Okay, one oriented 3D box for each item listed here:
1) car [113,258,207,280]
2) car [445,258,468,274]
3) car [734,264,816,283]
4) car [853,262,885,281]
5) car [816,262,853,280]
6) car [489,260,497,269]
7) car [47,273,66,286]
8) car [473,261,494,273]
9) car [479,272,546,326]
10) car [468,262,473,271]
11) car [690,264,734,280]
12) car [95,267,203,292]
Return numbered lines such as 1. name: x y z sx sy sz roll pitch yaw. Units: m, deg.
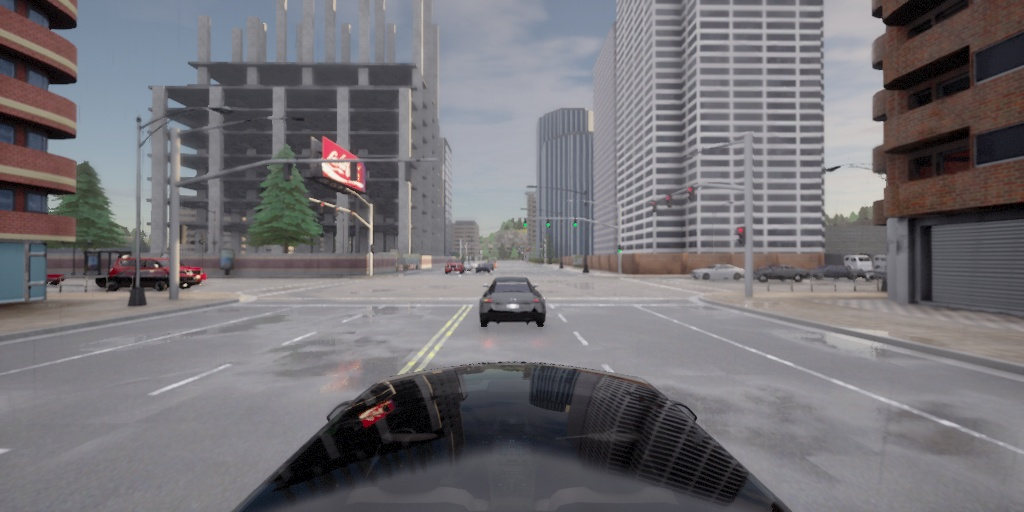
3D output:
1. car: -25.313 1.154 25.735 5.566 2.045 2.150 0 0 -1
2. car: -7.432 1.309 47.072 2.150 2.045 5.566 0 0 -3
3. car: 21.934 1.448 30.006 4.902 1.511 2.128 0 0 -1
4. car: 32.308 1.447 30.116 4.902 1.511 2.128 0 0 -1
5. car: 29.762 1.529 33.593 5.357 1.411 2.033 0 0 -1
6. car: -3.963 1.742 59.436 1.994 1.385 4.181 0 0 0
7. car: -35.193 1.533 25.616 4.718 1.301 1.895 0 0 -1
8. car: -3.915 1.706 49.511 1.895 1.301 4.718 0 0 0
9. car: -0.033 1.390 12.025 1.994 1.385 4.181 0 0 -2
10. car: -7.453 1.685 56.747 1.812 1.442 4.674 0 0 0
11. car: 19.179 1.508 33.453 4.674 1.442 1.812 0 0 -1
12. car: -22.517 1.506 22.268 4.718 1.301 1.895 0 0 -1
